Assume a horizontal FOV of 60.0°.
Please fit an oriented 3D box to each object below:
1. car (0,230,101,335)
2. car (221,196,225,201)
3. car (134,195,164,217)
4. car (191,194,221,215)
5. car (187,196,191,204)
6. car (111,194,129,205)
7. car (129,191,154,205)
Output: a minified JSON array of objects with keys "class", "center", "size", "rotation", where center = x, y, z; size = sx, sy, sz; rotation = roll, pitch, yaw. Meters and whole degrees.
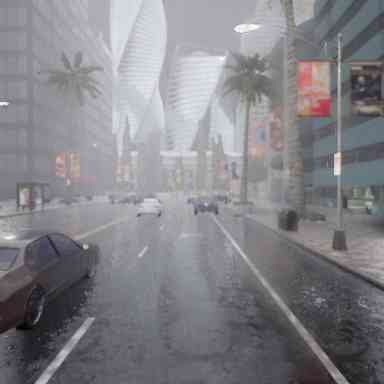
[{"class":"car","center":[-3.400,1.489,6.677],"size":[2.033,1.411,5.357],"rotation":[0,0,0]},{"class":"car","center":[4.329,1.044,60.655],"size":[1.994,1.385,4.181],"rotation":[0,1,33]},{"class":"car","center":[-3.415,1.284,28.125],"size":[1.812,1.442,4.674],"rotation":[0,0,0]},{"class":"car","center":[1.222,1.090,30.368],"size":[2.097,1.767,4.553],"rotation":[0,0,0]},{"class":"car","center":[0.580,1.099,49.750],"size":[1.812,1.442,4.674],"rotation":[0,1,13]},{"class":"car","center":[-10.086,1.086,47.412],"size":[2.128,1.511,4.902],"rotation":[0,0,5]},{"class":"car","center":[-6.713,0.822,46.841],"size":[2.150,2.045,5.566],"rotation":[0,0,5]}]
